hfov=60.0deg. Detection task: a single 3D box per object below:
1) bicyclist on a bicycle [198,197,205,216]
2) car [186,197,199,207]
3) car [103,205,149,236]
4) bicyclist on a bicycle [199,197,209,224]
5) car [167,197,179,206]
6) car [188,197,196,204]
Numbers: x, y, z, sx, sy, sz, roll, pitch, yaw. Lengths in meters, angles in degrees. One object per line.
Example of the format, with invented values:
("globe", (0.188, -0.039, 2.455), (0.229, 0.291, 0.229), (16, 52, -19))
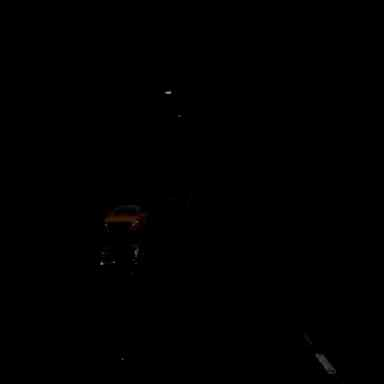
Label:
("bicyclist on a bicycle", (0.964, 1.406, 33.165), (0.659, 1.776, 1.843), (0, 0, 0))
("car", (0.105, 1.710, 56.125), (1.837, 1.490, 4.892), (0, -1, 0))
("car", (-3.598, 1.483, 18.824), (1.882, 1.535, 5.008), (0, 0, 0))
("bicyclist on a bicycle", (0.964, 1.382, 24.236), (0.659, 1.776, 1.843), (0, 0, 0))
("car", (-3.527, 1.743, 61.585), (1.882, 1.535, 5.008), (0, -1, 1))
("car", (0.006, 1.899, 73.659), (1.882, 1.535, 5.008), (0, -1, 0))
